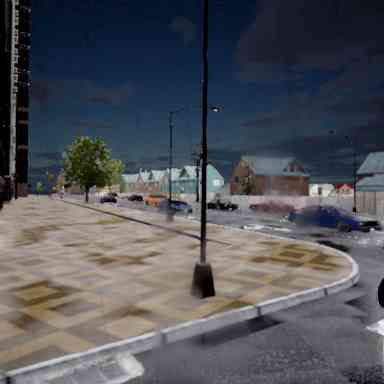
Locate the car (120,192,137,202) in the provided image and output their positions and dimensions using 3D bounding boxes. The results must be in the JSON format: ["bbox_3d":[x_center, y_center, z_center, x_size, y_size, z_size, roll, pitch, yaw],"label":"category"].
[{"bbox_3d":[-11.391,0.693,56.374,1.882,1.535,5.008,1,0,-28],"label":"car"}]

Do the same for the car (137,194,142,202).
[{"bbox_3d":[-10.670,1.117,62.211,1.837,1.490,4.892,1,1,-28],"label":"car"}]

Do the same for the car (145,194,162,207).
[{"bbox_3d":[-4.178,1.071,42.380,2.097,1.767,4.553,1,0,-28],"label":"car"}]

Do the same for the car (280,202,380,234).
[{"bbox_3d":[7.928,1.493,19.214,2.033,1.411,5.357,1,0,-28],"label":"car"}]

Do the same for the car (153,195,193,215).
[{"bbox_3d":[-1.618,1.304,30.452,1.812,1.442,4.674,1,0,-28],"label":"car"}]

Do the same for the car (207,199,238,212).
[{"bbox_3d":[2.931,1.436,36.208,1.895,1.301,4.718,1,0,-28],"label":"car"}]

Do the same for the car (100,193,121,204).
[{"bbox_3d":[-13.270,1.141,52.902,1.994,1.385,4.181,1,0,-27],"label":"car"}]

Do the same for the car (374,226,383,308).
[{"bbox_3d":[5.331,1.506,7.047,2.128,1.511,4.902,1,1,35],"label":"car"}]

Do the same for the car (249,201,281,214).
[{"bbox_3d":[7.906,1.514,33.710,1.895,1.301,4.718,1,0,-28],"label":"car"}]
